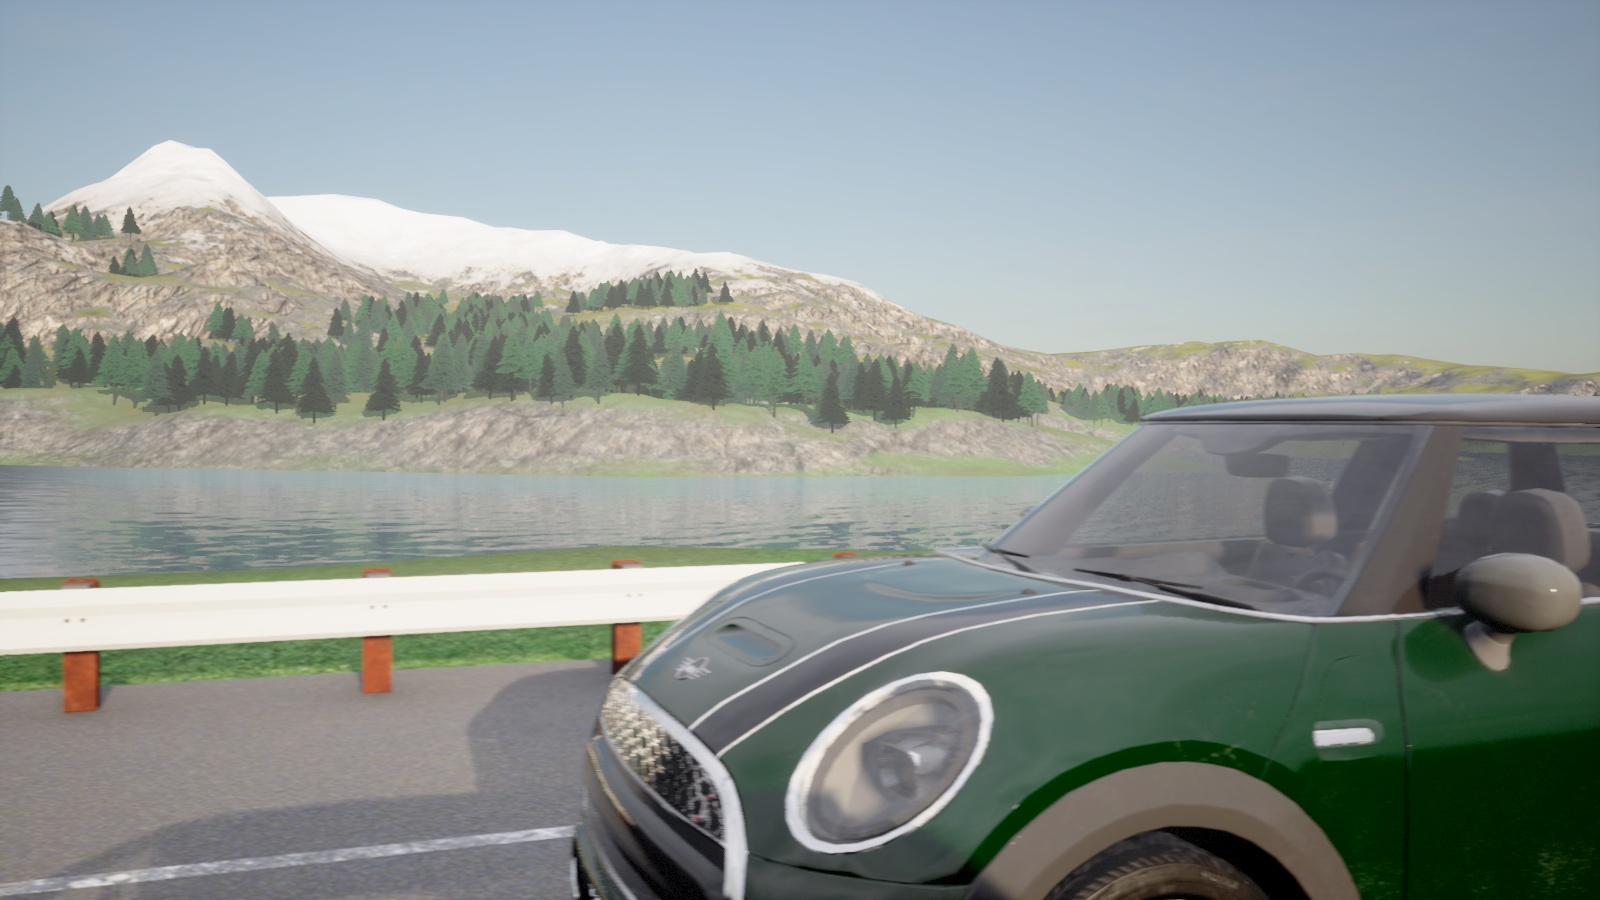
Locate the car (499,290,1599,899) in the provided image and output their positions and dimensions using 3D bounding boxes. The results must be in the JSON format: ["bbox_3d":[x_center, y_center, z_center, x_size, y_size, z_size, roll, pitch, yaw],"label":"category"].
[{"bbox_3d":[1.555,0.577,3.827,4.553,1.767,2.097,-1,1,-21],"label":"car"}]
